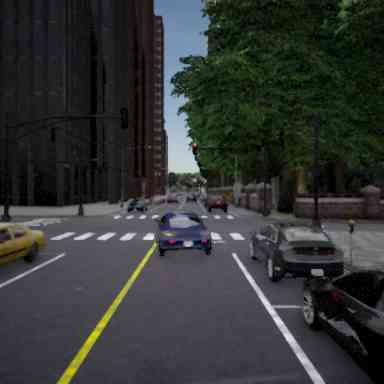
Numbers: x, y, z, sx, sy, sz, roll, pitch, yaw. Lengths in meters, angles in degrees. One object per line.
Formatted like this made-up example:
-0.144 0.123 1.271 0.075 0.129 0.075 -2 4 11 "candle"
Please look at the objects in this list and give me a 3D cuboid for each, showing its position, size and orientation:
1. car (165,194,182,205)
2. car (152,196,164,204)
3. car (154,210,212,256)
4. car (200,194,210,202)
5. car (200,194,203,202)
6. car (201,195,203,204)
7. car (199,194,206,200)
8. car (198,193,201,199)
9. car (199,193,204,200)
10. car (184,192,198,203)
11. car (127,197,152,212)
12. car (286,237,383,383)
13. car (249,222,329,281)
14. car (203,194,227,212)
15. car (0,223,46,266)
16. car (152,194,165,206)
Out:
-3.166 1.437 55.804 1.895 1.301 4.718 0 0 0 "car"
-5.866 1.413 57.969 1.802 1.307 4.206 0 0 0 "car"
-0.451 1.480 12.923 1.812 1.442 4.674 0 0 -8 "car"
2.640 1.246 68.904 1.967 1.590 4.097 0 0 0 "car"
2.669 1.395 52.535 2.008 1.369 4.403 0 0 0 "car"
2.679 1.423 47.078 1.947 1.339 4.313 0 0 0 "car"
2.610 1.293 85.444 1.752 1.417 4.829 0 0 0 "car"
2.649 1.259 63.448 1.967 1.590 4.097 0 0 0 "car"
2.659 1.382 57.991 2.008 1.369 4.403 0 0 0 "car"
-0.072 1.165 65.355 2.097 1.767 4.553 0 0 0 "car"
-5.827 1.449 36.141 1.947 1.339 4.313 0 0 0 "car"
2.756 1.552 3.988 1.947 1.339 4.313 0 0 0 "car"
2.746 1.517 9.501 2.008 1.369 4.403 0 0 0 "car"
2.698 1.199 36.165 2.192 1.841 5.009 0 0 0 "car"
-5.779 1.492 9.306 1.752 1.417 4.829 0 0 0 "car"
-5.856 1.394 52.512 2.008 1.369 4.403 0 0 0 "car"
